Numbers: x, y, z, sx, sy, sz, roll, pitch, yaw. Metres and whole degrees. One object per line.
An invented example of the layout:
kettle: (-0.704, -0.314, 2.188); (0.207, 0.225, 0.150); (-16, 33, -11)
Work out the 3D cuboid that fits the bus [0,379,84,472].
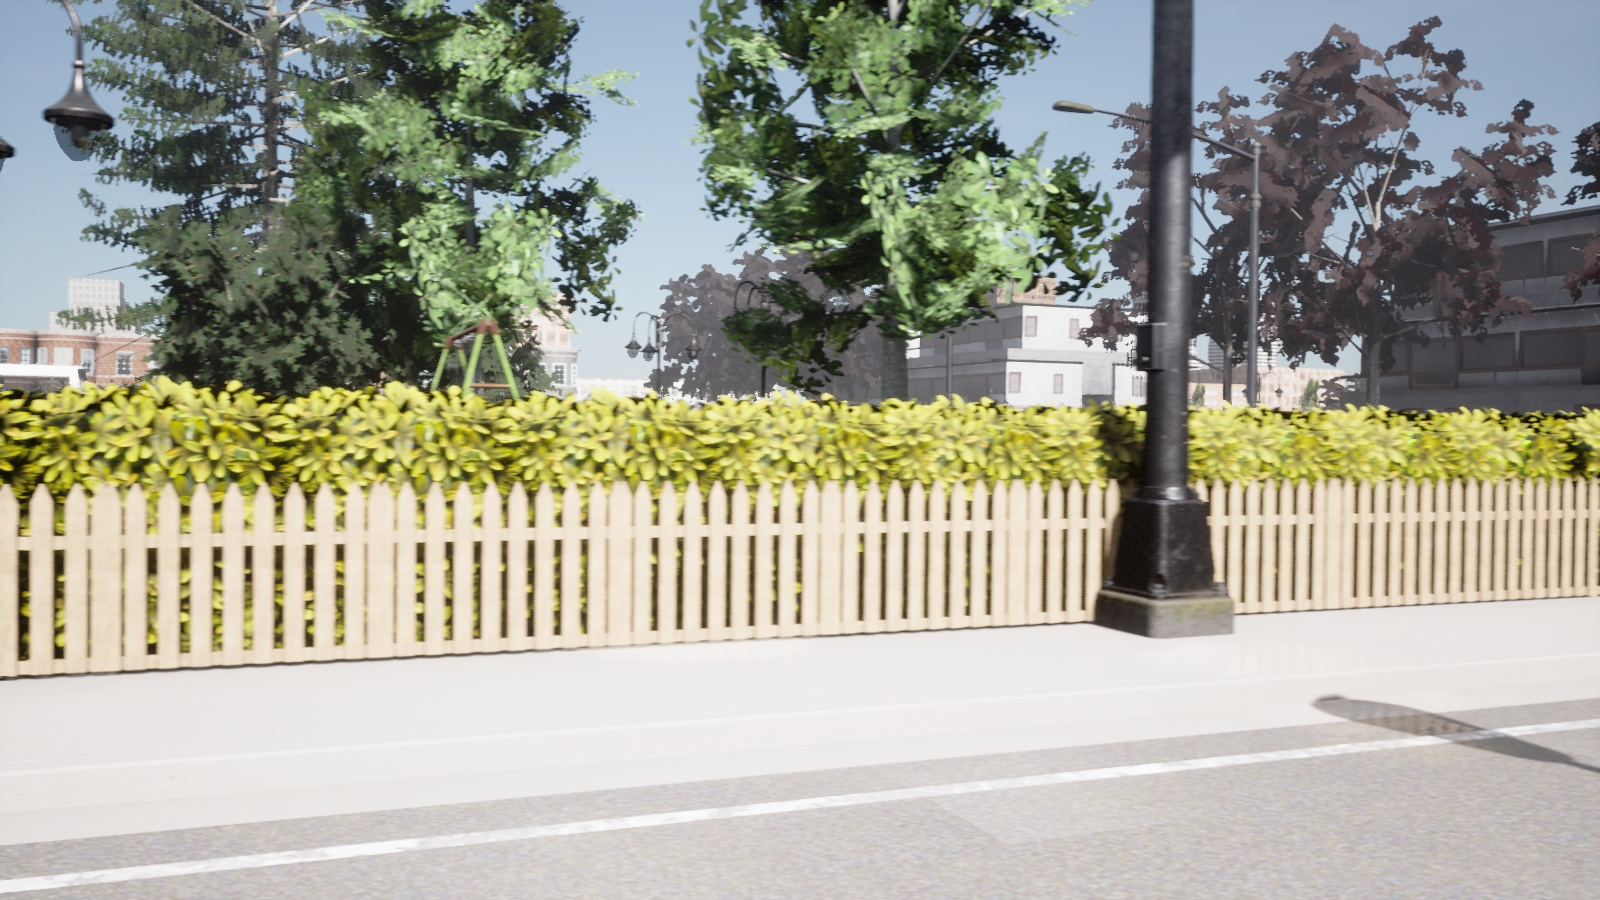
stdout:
bus: (-39.533, -1.103, 58.485); (10.273, 4.253, 3.944); (-1, 1, -22)
